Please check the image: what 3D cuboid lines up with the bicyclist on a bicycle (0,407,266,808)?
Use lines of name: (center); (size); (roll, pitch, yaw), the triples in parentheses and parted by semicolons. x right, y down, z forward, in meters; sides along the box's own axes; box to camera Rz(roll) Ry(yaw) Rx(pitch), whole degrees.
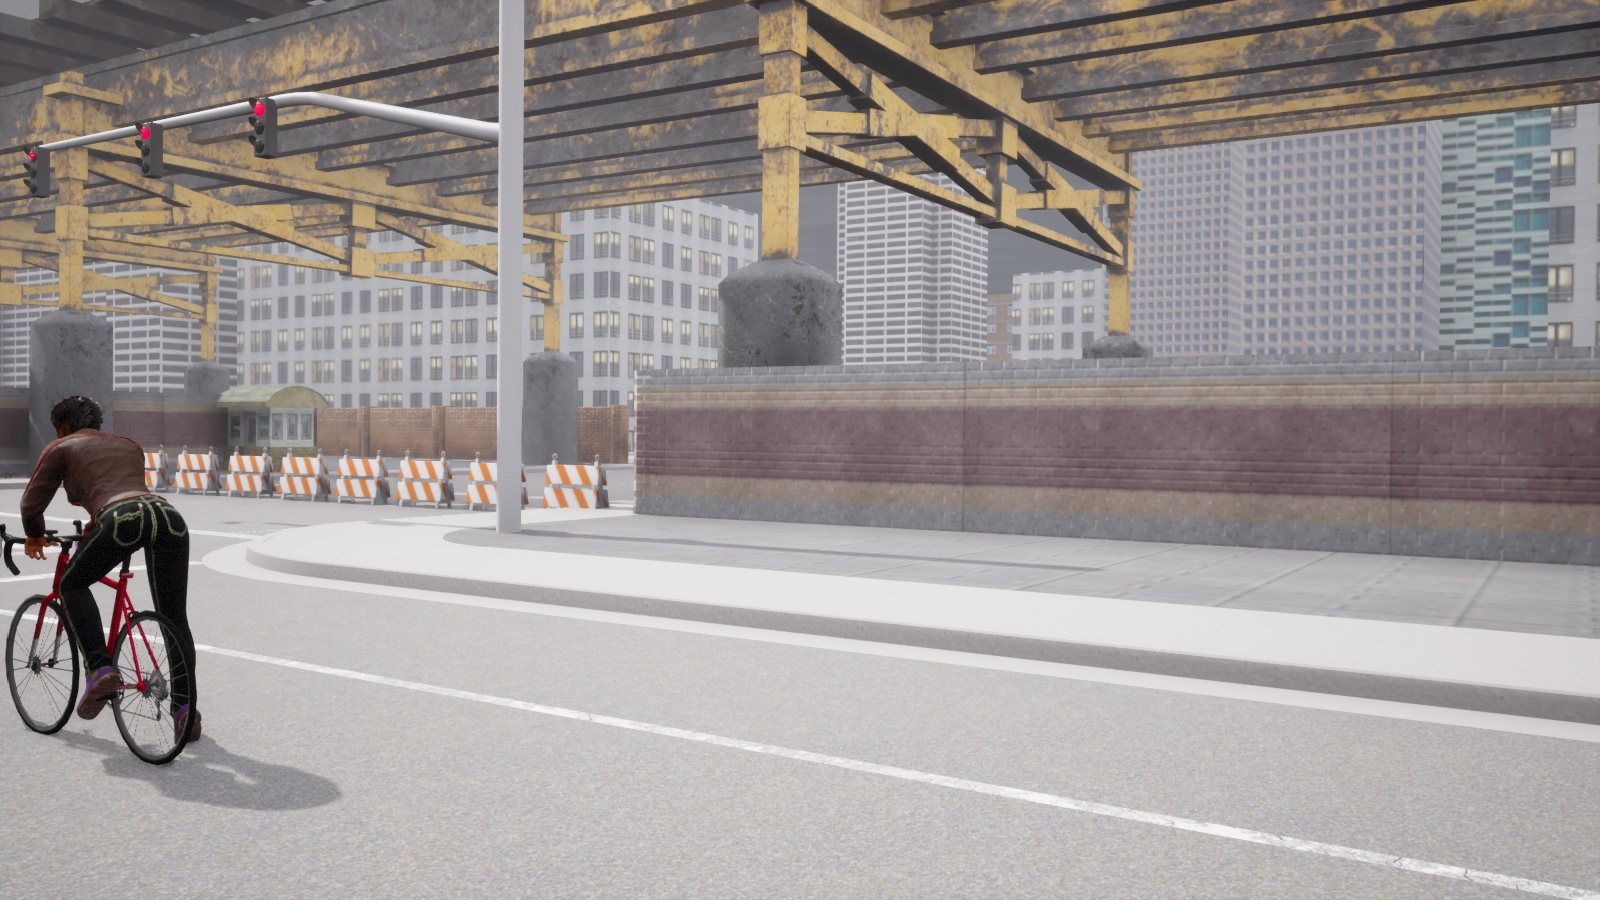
bicyclist on a bicycle: (-3.227, 0.635, 5.764); (1.656, 1.620, 0.582); (0, 1, 34)
